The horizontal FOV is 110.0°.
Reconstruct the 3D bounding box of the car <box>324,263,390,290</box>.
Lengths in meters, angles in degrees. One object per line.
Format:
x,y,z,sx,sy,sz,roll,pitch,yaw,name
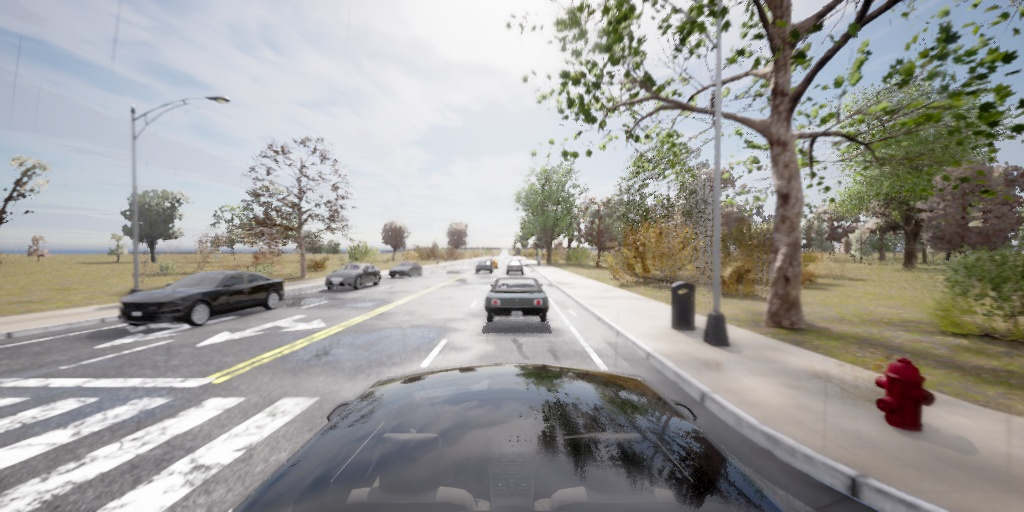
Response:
-9.702,1.204,22.273,2.128,1.511,4.902,0,0,1,car

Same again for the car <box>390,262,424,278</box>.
-9.613,1.213,32.966,2.033,1.411,5.357,0,0,1,car

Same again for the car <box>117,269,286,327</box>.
-9.777,1.233,11.870,1.882,1.535,5.008,0,0,1,car

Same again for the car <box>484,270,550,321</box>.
0.154,1.337,12.387,1.895,1.301,4.718,0,0,0,car

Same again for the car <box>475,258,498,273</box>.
-3.019,1.169,40.121,2.033,1.411,5.357,0,0,0,car

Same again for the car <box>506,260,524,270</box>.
0.319,1.173,38.003,2.033,1.411,5.357,0,0,0,car
